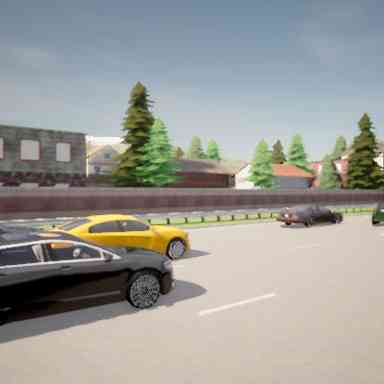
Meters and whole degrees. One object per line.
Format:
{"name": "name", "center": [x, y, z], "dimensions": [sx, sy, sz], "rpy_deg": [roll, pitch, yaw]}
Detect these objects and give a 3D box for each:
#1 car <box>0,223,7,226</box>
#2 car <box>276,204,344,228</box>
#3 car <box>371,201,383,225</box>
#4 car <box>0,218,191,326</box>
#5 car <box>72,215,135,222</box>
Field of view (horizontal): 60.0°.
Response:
{"name": "car", "center": [-7.575, 1.547, 11.248], "dimensions": [5.357, 1.411, 2.033], "rpy_deg": [0, 0, -35]}
{"name": "car", "center": [7.993, 1.536, 22.358], "dimensions": [5.357, 1.411, 2.033], "rpy_deg": [0, 0, -36]}
{"name": "car", "center": [14.136, 1.338, 22.444], "dimensions": [4.553, 1.767, 2.097], "rpy_deg": [0, 0, -36]}
{"name": "car", "center": [-2.606, 1.490, 6.197], "dimensions": [4.902, 1.511, 2.128], "rpy_deg": [0, 0, -35]}
{"name": "car", "center": [-2.350, 1.475, 10.676], "dimensions": [5.008, 1.535, 1.882], "rpy_deg": [0, 0, -35]}
